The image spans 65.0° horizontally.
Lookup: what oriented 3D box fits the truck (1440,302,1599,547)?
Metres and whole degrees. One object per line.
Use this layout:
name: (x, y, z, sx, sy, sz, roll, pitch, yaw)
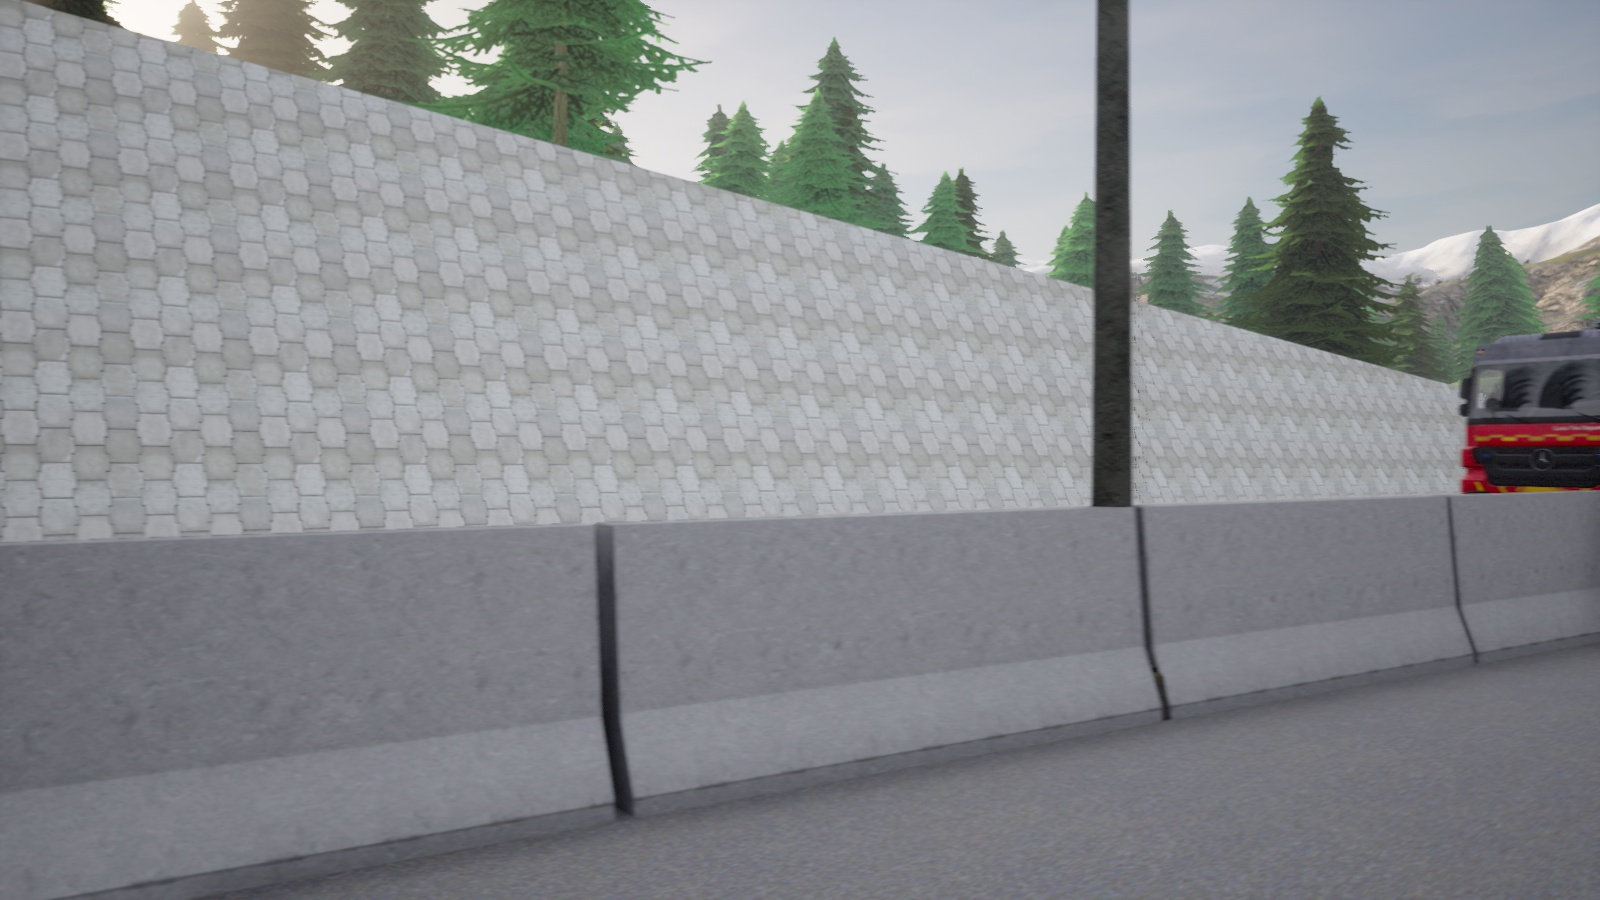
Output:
truck: (15.321, -0.396, 22.856, 8.468, 3.827, 2.891, 0, 0, -35)
